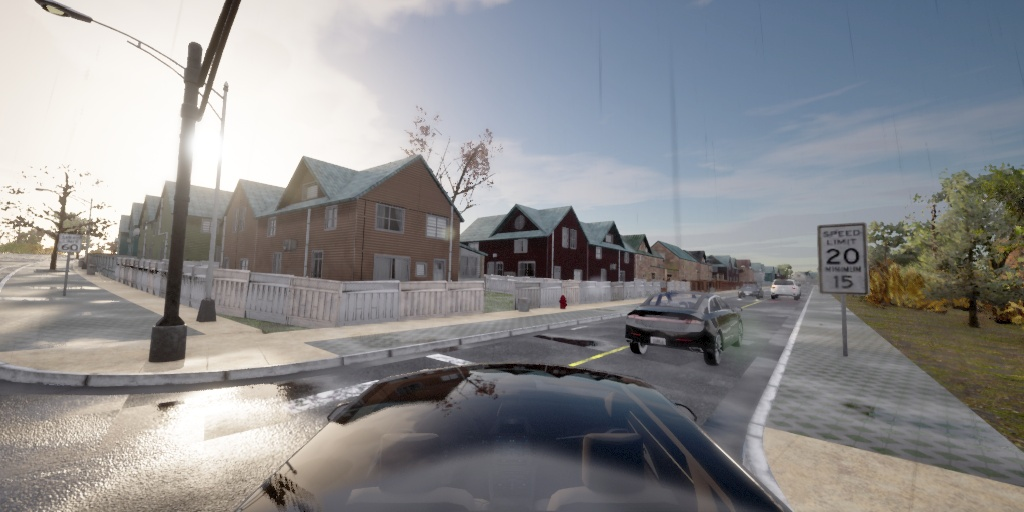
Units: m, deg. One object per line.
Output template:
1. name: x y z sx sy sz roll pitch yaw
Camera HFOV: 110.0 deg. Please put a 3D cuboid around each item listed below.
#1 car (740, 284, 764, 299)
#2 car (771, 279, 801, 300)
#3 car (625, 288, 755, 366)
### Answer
1. car: 25.182 3.703 37.766 2.128 1.511 4.902 -2 -4 40
2. car: 28.329 3.453 37.113 2.150 2.045 5.566 -2 -4 41
3. car: 4.554 1.656 9.179 2.128 1.511 4.902 -2 -4 40
